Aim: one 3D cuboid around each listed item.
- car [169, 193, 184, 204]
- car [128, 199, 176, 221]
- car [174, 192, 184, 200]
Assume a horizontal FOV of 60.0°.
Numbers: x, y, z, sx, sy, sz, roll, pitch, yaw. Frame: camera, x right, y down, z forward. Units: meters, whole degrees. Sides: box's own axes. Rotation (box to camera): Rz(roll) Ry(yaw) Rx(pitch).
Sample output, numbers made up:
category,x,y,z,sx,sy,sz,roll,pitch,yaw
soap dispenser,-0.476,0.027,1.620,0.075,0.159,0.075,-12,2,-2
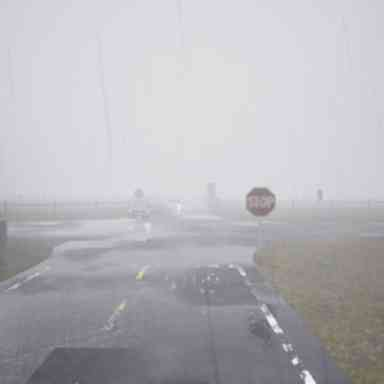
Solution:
category,x,y,z,sx,sy,sz,roll,pitch,yaw
car,-2.747,1.233,53.102,1.895,1.301,4.718,0,1,0
car,-3.177,1.449,26.161,1.895,1.301,4.718,0,1,18
car,-2.746,0.857,70.482,1.882,1.535,5.008,0,0,0
